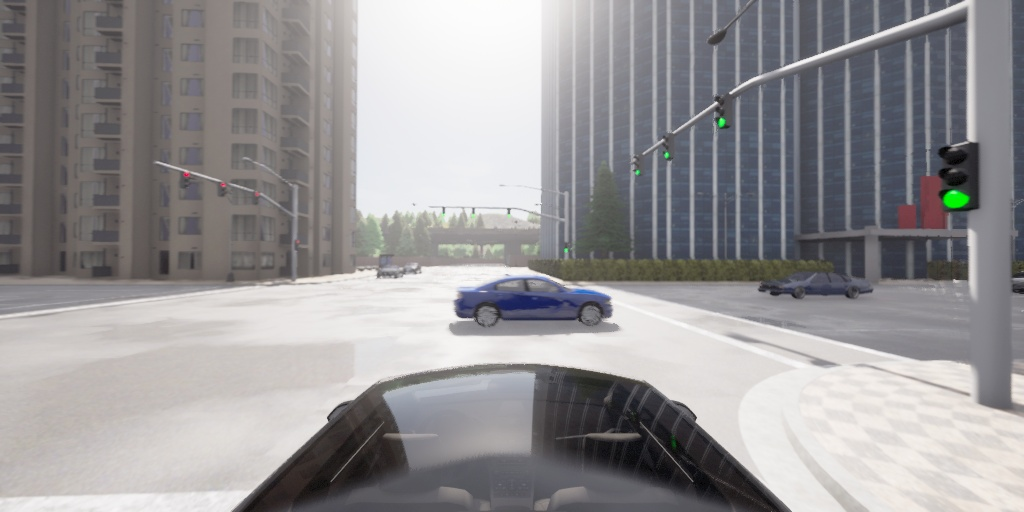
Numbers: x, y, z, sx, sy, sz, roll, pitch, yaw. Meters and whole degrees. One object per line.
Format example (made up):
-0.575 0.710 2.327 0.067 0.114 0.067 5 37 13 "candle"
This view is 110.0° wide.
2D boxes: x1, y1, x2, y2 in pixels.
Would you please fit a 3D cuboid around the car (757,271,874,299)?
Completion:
16.506 1.551 19.569 5.357 1.411 2.033 0 -1 -4 "car"

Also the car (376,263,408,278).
-12.888 1.645 38.120 1.994 1.385 4.181 0 -1 -3 "car"

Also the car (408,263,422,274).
-13.495 1.679 48.541 2.128 1.511 4.902 0 0 -3 "car"

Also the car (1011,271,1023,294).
30.321 1.573 20.512 4.892 1.490 1.837 0 -1 -4 "car"

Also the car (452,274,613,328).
0.651 1.331 11.363 5.008 1.535 1.882 0 -1 -4 "car"
